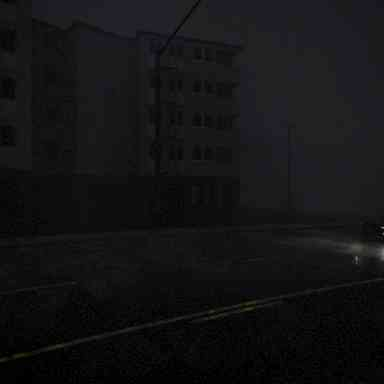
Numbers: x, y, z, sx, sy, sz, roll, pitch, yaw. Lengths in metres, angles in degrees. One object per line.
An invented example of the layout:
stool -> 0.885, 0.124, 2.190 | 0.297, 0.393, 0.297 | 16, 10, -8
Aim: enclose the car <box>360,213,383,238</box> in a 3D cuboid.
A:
car -> 10.508, 1.473, 16.087 | 5.008, 1.535, 1.882 | 0, 0, -19
